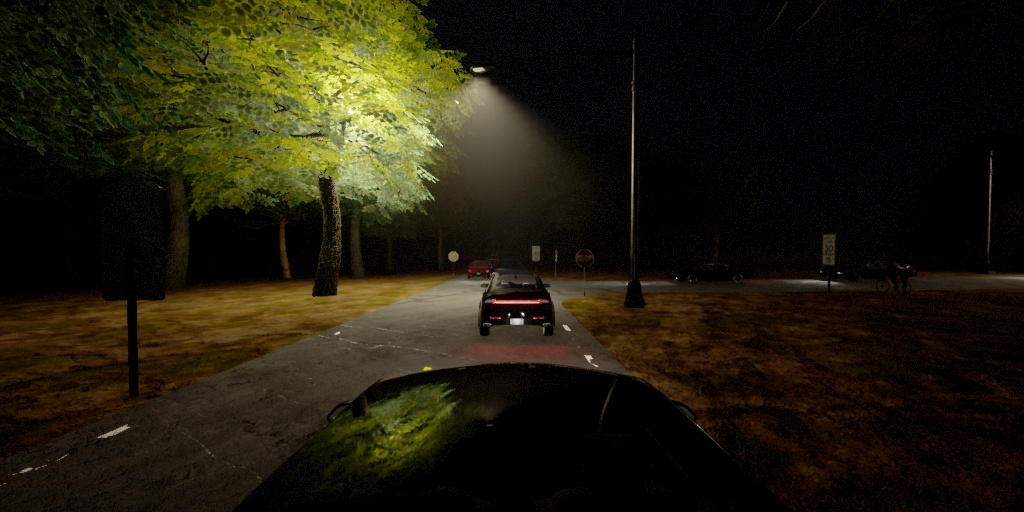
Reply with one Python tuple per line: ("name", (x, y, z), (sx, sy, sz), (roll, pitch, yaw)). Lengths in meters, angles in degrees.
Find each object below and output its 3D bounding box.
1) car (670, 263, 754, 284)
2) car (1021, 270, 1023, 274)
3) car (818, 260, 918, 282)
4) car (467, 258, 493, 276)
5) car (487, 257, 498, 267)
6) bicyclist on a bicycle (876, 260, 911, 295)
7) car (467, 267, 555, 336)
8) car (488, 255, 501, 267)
("car", (13.274, 1.141, 24.065), (4.718, 1.301, 1.895), (-1, 1, 2))
("car", (38.941, 0.836, 24.935), (5.357, 1.411, 2.033), (0, 1, -6))
("car", (23.718, 0.955, 23.968), (5.357, 1.411, 2.033), (-1, 1, -2))
("car", (-2.859, 1.169, 31.255), (1.882, 1.535, 5.008), (1, 0, -4))
("car", (-3.033, 1.188, 42.693), (1.812, 1.442, 4.674), (0, 0, 0))
("bicyclist on a bicycle", (18.570, 1.038, 17.492), (0.582, 1.620, 1.656), (-1, 0, 0))
("car", (0.113, 1.235, 10.360), (2.128, 1.511, 4.902), (0, 0, 0))
("car", (-2.958, 0.816, 56.792), (2.150, 2.045, 5.566), (0, 0, 1))
